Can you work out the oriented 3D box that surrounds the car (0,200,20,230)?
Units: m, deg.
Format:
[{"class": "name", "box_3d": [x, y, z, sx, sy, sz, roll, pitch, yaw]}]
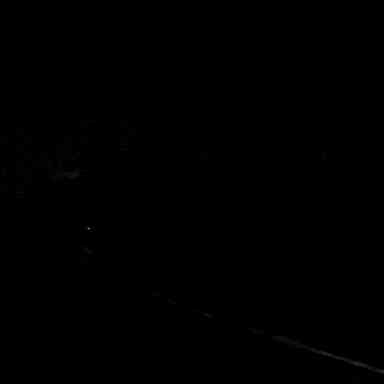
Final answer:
[{"class": "car", "box_3d": [-11.931, 1.445, 20.051, 1.882, 1.535, 5.008, 1, 0, -35]}]
